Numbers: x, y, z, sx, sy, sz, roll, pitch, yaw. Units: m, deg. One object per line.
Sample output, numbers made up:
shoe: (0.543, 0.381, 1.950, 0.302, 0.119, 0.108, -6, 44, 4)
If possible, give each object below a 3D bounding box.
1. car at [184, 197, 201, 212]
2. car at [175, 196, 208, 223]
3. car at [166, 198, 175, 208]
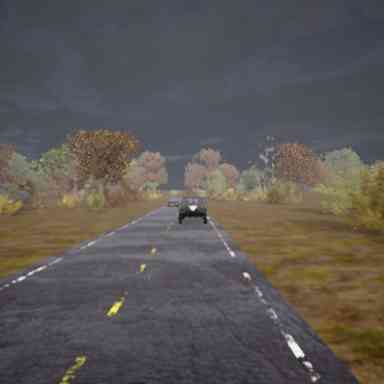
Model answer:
car: (0.086, 1.512, 42.707, 2.097, 1.767, 4.553, 0, 0, 0)
car: (0.086, 1.324, 26.566, 2.150, 2.045, 5.566, 0, -1, 1)
car: (-3.071, 1.743, 53.880, 2.033, 1.411, 5.357, 0, 0, 1)
